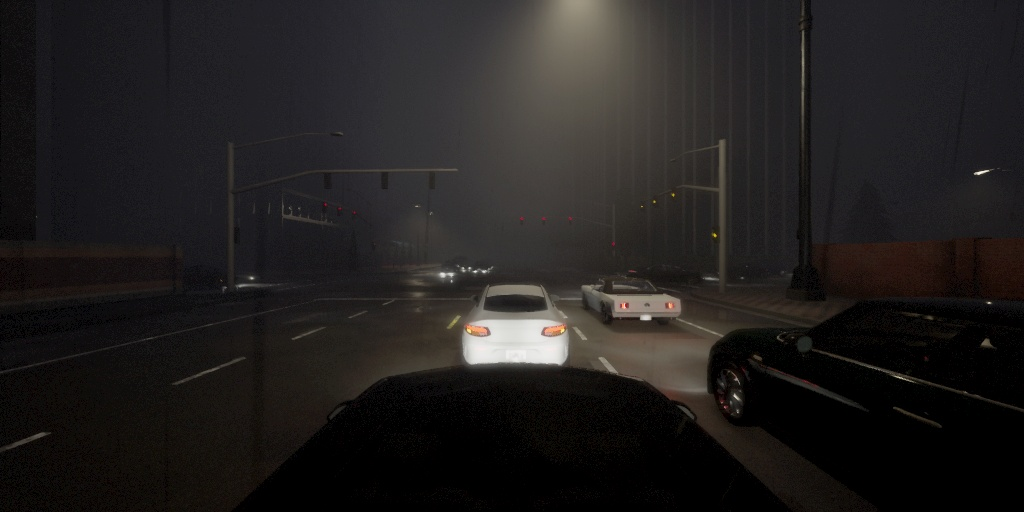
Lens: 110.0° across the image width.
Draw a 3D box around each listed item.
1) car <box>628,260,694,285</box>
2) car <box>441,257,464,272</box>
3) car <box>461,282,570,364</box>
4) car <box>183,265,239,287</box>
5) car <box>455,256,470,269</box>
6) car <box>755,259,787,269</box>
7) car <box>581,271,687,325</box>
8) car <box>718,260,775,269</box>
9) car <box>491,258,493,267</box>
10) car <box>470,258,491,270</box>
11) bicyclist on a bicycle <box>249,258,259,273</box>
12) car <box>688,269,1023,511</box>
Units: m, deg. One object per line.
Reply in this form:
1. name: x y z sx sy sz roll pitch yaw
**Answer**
1. car: 10.341 1.241 24.359 4.902 1.511 2.128 0 0 -1
2. car: -7.885 1.241 46.213 2.128 1.511 4.902 0 0 1
3. car: 0.060 1.276 7.538 1.812 1.442 4.674 0 0 0
4. car: -20.910 1.314 24.057 4.181 1.385 1.994 0 0 -1
5. car: -7.991 0.971 56.059 2.150 2.045 5.566 0 0 -1
6. car: 24.235 1.102 35.186 4.553 1.767 2.097 0 0 0
7. car: 3.564 1.351 11.755 1.895 1.301 4.718 0 0 0
8. car: 20.194 1.314 31.651 4.181 1.385 1.994 0 0 -1
9. car: -4.538 1.275 59.394 1.812 1.442 4.674 0 0 -1
10. car: -4.416 1.314 50.778 1.994 1.385 4.181 0 0 -1
11. bicyclist on a bicycle: -28.403 1.051 39.478 0.582 1.620 1.656 0 0 -1
12. car: 3.600 1.102 2.853 2.097 1.767 4.553 0 0 0
